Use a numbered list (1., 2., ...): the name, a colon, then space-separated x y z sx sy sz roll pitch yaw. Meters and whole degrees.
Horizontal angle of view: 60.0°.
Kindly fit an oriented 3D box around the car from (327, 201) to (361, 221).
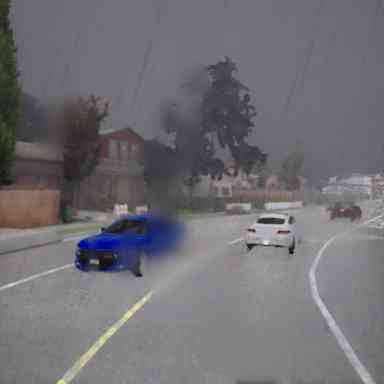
1. car: 14.684 1.710 31.579 2.097 1.767 4.553 1 0 34

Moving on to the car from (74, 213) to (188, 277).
1. car: -1.654 1.485 10.657 1.882 1.535 5.008 0 0 18

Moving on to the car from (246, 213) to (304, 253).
1. car: 3.611 1.613 14.184 1.812 1.442 4.674 0 -1 24
